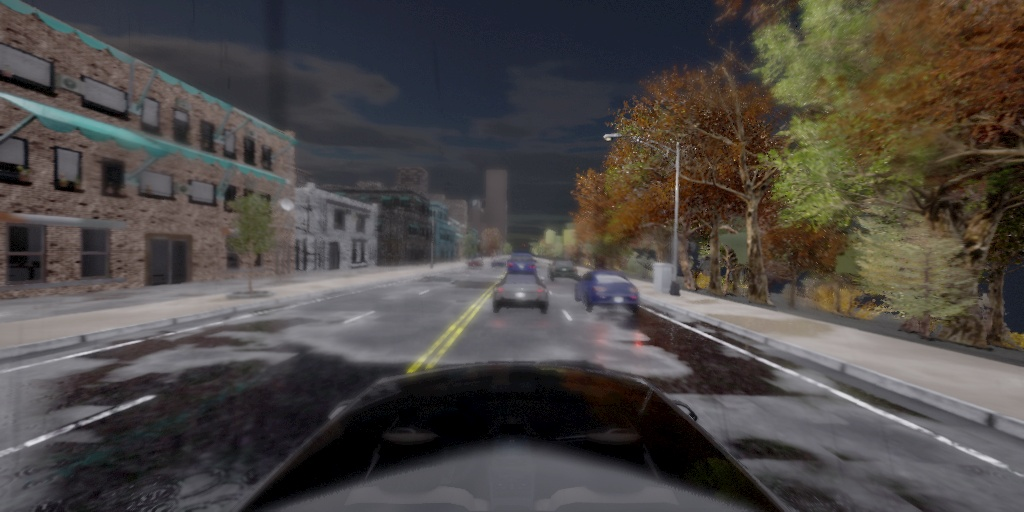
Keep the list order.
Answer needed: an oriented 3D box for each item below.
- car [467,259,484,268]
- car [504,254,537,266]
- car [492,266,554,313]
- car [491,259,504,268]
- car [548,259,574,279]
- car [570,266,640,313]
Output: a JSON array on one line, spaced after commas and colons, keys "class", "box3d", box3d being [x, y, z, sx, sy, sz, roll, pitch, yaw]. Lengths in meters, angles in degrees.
[{"class": "car", "box3d": [-5.195, 1.036, 51.639, 1.895, 1.301, 4.718, 1, 0, 2]}, {"class": "car", "box3d": [0.779, 0.865, 28.530, 2.150, 2.045, 5.566, 1, 1, 2]}, {"class": "car", "box3d": [0.345, 1.262, 13.852, 1.994, 1.385, 4.181, 1, 0, 2]}, {"class": "car", "box3d": [-1.947, 1.091, 51.544, 1.895, 1.301, 4.718, 1, 0, 2]}, {"class": "car", "box3d": [4.054, 1.044, 29.310, 2.097, 1.767, 4.553, 1, 0, 2]}, {"class": "car", "box3d": [3.606, 1.281, 14.114, 1.812, 1.442, 4.674, 1, 0, 2]}]
